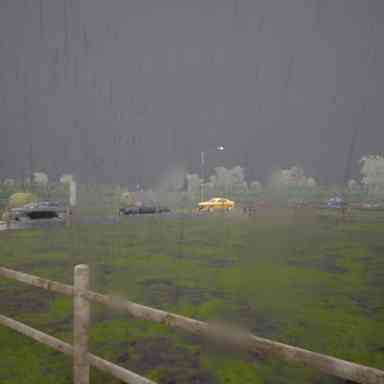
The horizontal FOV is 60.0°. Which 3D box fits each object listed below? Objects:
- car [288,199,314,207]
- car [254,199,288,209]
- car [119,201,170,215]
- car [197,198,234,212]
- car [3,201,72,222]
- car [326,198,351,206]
[{"bbox_3d":[14.518,1.649,45.059,4.718,1.301,1.895,0,0,-37],"label":"car"},{"bbox_3d":[10.586,1.628,45.608,4.718,1.301,1.895,0,0,-38],"label":"car"},{"bbox_3d":[-4.612,1.555,32.666,5.357,1.411,2.033,0,0,-43],"label":"car"},{"bbox_3d":[2.810,1.496,39.220,5.008,1.535,1.882,0,0,-40],"label":"car"},{"bbox_3d":[-11.797,1.488,25.705,2.128,1.511,4.902,1,0,44],"label":"car"},{"bbox_3d":[22.435,1.587,51.081,4.674,1.442,1.812,0,0,-36],"label":"car"}]
